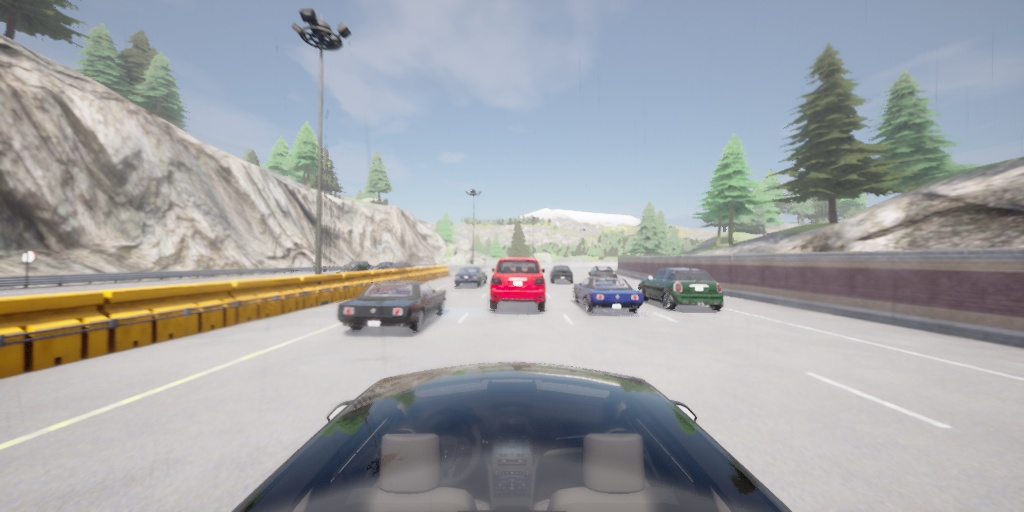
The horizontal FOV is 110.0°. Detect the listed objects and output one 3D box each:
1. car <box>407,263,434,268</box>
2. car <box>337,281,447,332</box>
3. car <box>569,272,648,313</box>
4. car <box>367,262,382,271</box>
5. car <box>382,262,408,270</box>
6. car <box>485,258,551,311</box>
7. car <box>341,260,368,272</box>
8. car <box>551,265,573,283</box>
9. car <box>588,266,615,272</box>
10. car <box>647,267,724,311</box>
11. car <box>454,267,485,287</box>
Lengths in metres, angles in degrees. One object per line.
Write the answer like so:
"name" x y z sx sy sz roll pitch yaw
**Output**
"car" -11.553 1.591 47.180 1.812 1.442 4.674 0 0 10
"car" -3.336 1.407 11.057 1.895 1.301 4.718 1 -1 1
"car" 3.745 1.506 14.852 1.895 1.301 4.718 1 -1 1
"car" -17.953 1.549 50.973 1.837 1.490 4.892 0 -1 11
"car" -14.956 1.545 48.056 1.837 1.490 4.892 0 0 10
"car" 0.261 1.101 15.461 2.150 2.045 5.566 1 -1 1
"car" -21.681 1.353 50.078 2.097 1.767 4.553 0 -1 11
"car" 4.347 1.572 31.802 1.837 1.490 4.892 0 -1 4
"car" 7.819 1.587 31.422 2.128 1.511 4.902 0 -1 4
"car" 7.269 1.301 15.956 2.097 1.767 4.553 1 0 1
"car" -2.986 1.502 26.744 2.033 1.411 5.357 0 0 3
